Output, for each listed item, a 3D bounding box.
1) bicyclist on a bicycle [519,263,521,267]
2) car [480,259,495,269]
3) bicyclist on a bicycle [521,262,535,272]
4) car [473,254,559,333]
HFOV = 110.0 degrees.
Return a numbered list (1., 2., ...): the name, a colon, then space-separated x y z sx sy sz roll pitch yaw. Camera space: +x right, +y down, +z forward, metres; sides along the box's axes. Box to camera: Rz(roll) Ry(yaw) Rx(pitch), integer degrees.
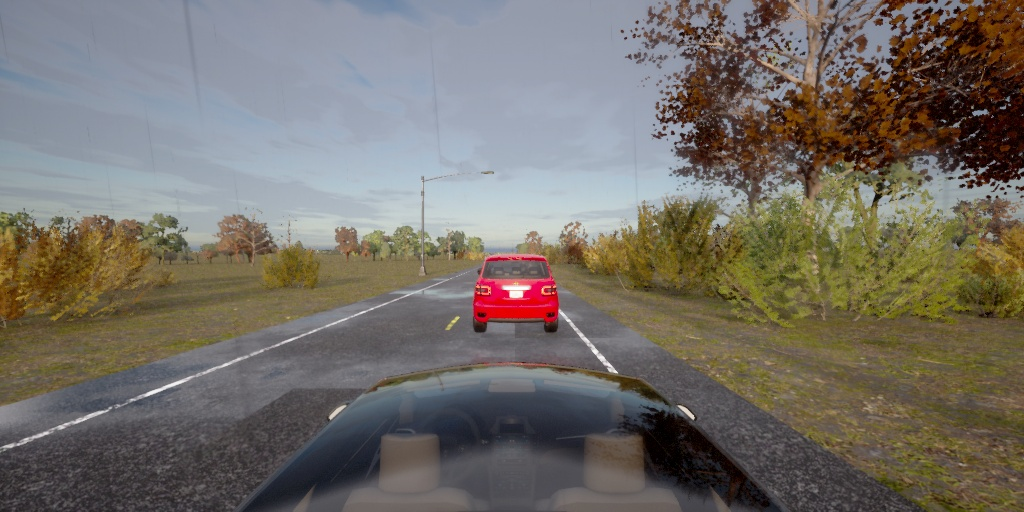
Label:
1. bicyclist on a bicycle: 0.886 1.108 28.627 0.659 1.776 1.843 0 0 0
2. car: -3.915 1.278 57.692 2.033 1.411 5.357 0 0 -1
3. bicyclist on a bicycle: 0.932 1.113 18.614 0.659 1.776 1.843 0 0 0
4. car: 0.086 0.967 10.907 2.150 2.045 5.566 0 0 0
